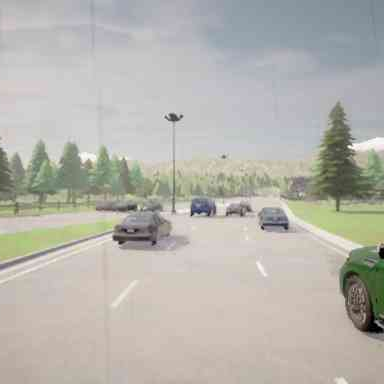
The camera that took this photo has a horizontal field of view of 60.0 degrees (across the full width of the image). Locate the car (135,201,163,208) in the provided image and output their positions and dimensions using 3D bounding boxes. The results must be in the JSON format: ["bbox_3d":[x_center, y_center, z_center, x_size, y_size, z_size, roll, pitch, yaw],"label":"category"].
[{"bbox_3d":[-5.313,1.980,44.304,2.128,1.511,4.902,0,-1,15],"label":"car"}]

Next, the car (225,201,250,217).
[{"bbox_3d":[4.895,1.956,36.910,2.033,1.411,5.357,0,-1,14],"label":"car"}]

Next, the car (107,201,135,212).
[{"bbox_3d":[-8.883,1.967,44.498,1.882,1.535,5.008,0,-1,15],"label":"car"}]

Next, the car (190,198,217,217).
[{"bbox_3d":[1.317,1.631,37.026,2.150,2.045,5.566,0,-1,14],"label":"car"}]

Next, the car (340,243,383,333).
[{"bbox_3d":[3.757,1.265,3.771,2.150,2.045,5.566,0,-1,1],"label":"car"}]

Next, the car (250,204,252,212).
[{"bbox_3d":[7.226,2.038,46.221,1.812,1.442,4.674,0,-1,15],"label":"car"}]

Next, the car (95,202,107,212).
[{"bbox_3d":[-11.894,2.078,46.801,1.994,1.385,4.181,0,-1,15],"label":"car"}]

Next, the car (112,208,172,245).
[{"bbox_3d":[-2.313,1.732,16.685,2.033,1.411,5.357,0,-1,7],"label":"car"}]

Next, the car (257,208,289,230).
[{"bbox_3d":[5.673,1.809,23.554,2.033,1.411,5.357,0,-1,8],"label":"car"}]
